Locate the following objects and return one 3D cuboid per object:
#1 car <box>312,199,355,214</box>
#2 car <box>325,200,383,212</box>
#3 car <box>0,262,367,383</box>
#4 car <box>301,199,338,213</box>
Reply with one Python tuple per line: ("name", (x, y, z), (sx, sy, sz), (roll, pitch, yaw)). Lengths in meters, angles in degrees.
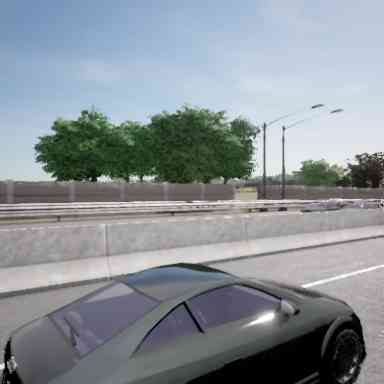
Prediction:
("car", (15.561, 1.574, 36.574), (4.902, 1.511, 2.128), (0, 0, -35))
("car", (13.200, 1.600, 26.301), (5.357, 1.411, 2.033), (0, 0, -35))
("car", (0.170, 1.564, 3.867), (4.181, 1.385, 1.994), (0, 0, -35))
("car", (11.559, 1.618, 29.426), (4.181, 1.385, 1.994), (0, 0, -35))
